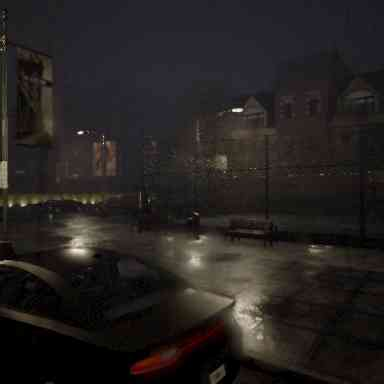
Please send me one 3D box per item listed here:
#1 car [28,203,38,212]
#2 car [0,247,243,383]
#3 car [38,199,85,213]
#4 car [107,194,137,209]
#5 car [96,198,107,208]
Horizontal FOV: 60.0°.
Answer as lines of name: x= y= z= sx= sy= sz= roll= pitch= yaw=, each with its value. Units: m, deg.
car: x=-17.709 y=1.655 z=41.045 sx=2.128 sy=1.511 sz=4.902 roll=0 pitch=0 yaw=35
car: x=-1.792 y=1.496 z=4.412 sx=5.008 sy=1.535 sz=2.097 roll=0 pitch=0 yaw=35
car: x=-14.921 y=1.653 z=38.924 sx=1.837 sy=1.490 sz=4.892 roll=0 pitch=0 yaw=35
car: x=-8.920 y=1.372 z=47.465 sx=2.150 sy=2.045 sz=5.566 roll=0 pitch=0 yaw=35
car: x=-11.927 y=1.515 z=49.275 sx=2.097 sy=1.767 sz=4.553 roll=0 pitch=0 yaw=35
